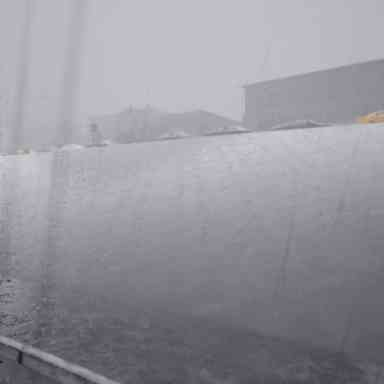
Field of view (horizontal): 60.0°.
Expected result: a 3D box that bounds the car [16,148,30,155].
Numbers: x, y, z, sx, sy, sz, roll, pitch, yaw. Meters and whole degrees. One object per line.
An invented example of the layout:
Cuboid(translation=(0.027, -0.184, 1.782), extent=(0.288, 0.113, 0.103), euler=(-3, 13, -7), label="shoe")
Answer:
Cuboid(translation=(-22.693, -5.377, 46.482), extent=(4.553, 1.767, 2.185), euler=(2, 1, 39), label="car")

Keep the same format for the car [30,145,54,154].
Cuboid(translation=(-18.388, -5.239, 43.030), extent=(4.553, 1.767, 2.185), euler=(2, 1, 39), label="car")

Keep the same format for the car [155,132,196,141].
Cuboid(translation=(-1.146, -4.540, 29.203), extent=(4.892, 1.521, 2.231), euler=(2, 1, 39), label="car")

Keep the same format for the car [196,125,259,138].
Cuboid(translation=(3.164, -4.384, 25.758), extent=(4.892, 1.521, 2.231), euler=(2, 2, 39), label="car")

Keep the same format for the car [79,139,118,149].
Cuboid(translation=(-9.677, -4.952, 36.044), extent=(4.553, 1.767, 2.185), euler=(2, 1, 39), label="car")

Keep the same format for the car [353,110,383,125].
Cuboid(translation=(12.027, -4.031, 19.092), extent=(5.008, 1.535, 2.097), euler=(2, 2, 36), label="car")

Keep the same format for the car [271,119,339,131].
Cuboid(translation=(7.559, -4.170, 22.378), extent=(4.674, 1.452, 2.002), euler=(2, 2, 37), label="car")

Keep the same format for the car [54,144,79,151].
Cuboid(translation=(-13.964, -4.927, 39.483), extent=(4.674, 1.452, 2.002), euler=(2, 1, 39), label="car")

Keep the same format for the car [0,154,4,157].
Cuboid(translation=(-31.288, -5.515, 53.374), extent=(4.892, 1.521, 2.231), euler=(2, 1, 39), label="car")
